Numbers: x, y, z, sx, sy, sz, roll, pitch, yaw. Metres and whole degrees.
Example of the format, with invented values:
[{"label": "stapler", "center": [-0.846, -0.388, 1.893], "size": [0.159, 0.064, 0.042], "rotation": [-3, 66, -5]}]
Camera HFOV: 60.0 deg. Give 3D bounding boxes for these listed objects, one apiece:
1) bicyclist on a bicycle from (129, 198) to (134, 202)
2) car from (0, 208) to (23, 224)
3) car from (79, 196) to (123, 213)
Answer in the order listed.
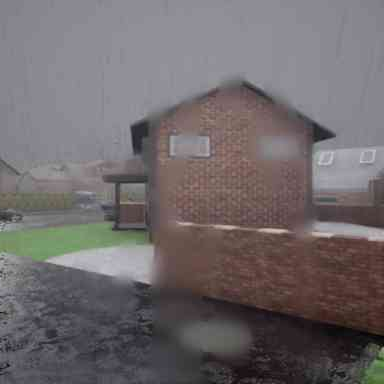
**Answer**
[{"label": "bicyclist on a bicycle", "center": [-5.081, 1.352, 28.112], "size": [1.656, 1.620, 0.582], "rotation": [0, 0, 36]}, {"label": "car", "center": [-14.207, 1.529, 22.991], "size": [1.812, 1.442, 4.674], "rotation": [0, 0, 38]}, {"label": "car", "center": [-9.383, 1.495, 36.522], "size": [2.128, 1.511, 4.902], "rotation": [0, 0, 36]}]
